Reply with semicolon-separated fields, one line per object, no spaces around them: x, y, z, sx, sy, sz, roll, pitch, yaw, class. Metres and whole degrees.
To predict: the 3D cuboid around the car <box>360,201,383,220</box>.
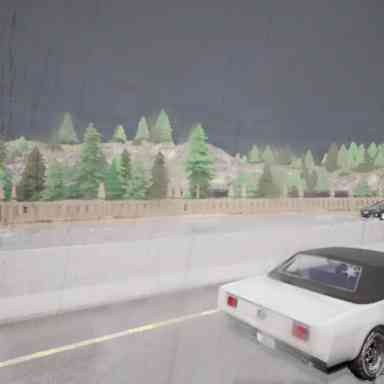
16.048;1.469;27.170;4.892;1.490;1.837;0;0;-19;car

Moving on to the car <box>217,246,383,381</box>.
2.827;1.582;5.391;4.718;1.301;1.895;0;0;-32;car
